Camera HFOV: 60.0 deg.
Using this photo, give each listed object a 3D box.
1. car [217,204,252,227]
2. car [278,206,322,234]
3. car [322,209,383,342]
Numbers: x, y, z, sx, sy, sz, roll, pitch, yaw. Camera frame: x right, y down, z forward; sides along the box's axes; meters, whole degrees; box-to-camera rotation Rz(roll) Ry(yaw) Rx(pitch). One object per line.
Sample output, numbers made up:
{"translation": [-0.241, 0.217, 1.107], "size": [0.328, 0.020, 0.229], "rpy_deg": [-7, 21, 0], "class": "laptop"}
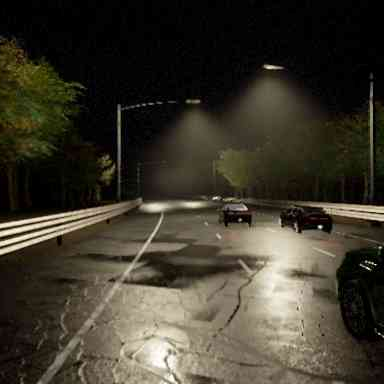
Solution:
{"translation": [2.949, 1.589, 23.572], "size": [2.128, 1.511, 4.902], "rpy_deg": [0, 0, -3], "class": "car"}
{"translation": [6.625, 1.583, 19.872], "size": [1.837, 1.490, 4.892], "rpy_deg": [0, 0, -2], "class": "car"}
{"translation": [3.560, 1.234, 3.391], "size": [2.150, 2.045, 5.566], "rpy_deg": [0, 0, 0], "class": "car"}
